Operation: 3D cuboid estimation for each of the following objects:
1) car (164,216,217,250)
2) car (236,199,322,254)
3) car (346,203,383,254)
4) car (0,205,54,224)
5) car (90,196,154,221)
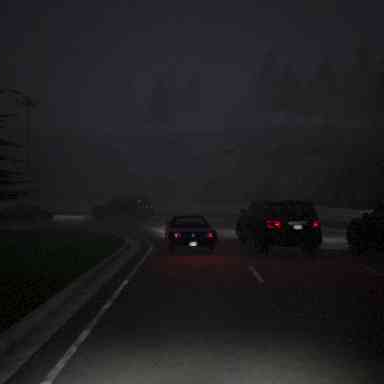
[{"bbox_3d":[-0.227,1.698,14.877,1.895,1.301,4.718,0,0,-7],"label":"car"},{"bbox_3d":[3.451,1.316,14.183,2.150,2.045,5.566,0,0,-5],"label":"car"},{"bbox_3d":[7.118,1.295,10.709,2.150,2.045,5.566,0,0,1],"label":"car"},{"bbox_3d":[-13.407,1.644,25.688,5.008,1.535,1.882,0,-1,-14],"label":"car"},{"bbox_3d":[-6.185,1.413,29.509,5.566,2.045,2.150,0,-1,12],"label":"car"}]
